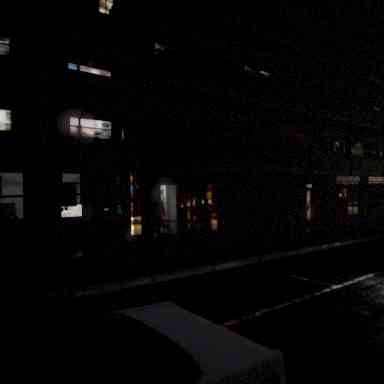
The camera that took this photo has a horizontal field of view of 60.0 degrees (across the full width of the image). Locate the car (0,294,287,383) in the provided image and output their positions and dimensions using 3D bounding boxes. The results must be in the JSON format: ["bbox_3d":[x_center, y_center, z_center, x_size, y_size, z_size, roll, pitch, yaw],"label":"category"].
[{"bbox_3d":[-1.545,1.601,2.194,4.718,1.301,1.895,0,0,-38],"label":"car"}]
